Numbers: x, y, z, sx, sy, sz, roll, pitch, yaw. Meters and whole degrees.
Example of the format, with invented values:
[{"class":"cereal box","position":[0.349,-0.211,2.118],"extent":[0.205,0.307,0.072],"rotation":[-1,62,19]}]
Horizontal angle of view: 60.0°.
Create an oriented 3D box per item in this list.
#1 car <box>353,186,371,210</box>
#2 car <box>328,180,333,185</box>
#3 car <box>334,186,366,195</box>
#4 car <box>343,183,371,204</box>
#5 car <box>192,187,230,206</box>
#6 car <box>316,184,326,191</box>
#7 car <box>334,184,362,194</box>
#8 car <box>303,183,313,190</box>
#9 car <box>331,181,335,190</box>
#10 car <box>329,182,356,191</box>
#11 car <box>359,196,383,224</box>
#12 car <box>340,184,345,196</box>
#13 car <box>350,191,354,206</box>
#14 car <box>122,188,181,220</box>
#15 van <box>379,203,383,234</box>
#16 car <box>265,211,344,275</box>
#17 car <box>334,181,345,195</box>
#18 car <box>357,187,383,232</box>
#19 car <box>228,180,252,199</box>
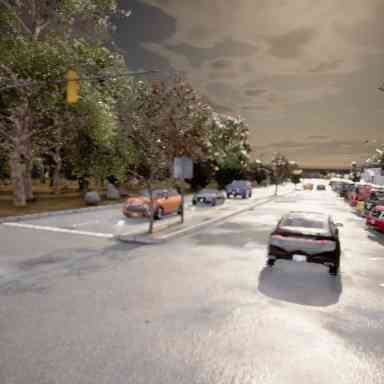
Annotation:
[{"class":"car","position":[11.952,0.984,17.422],"extent":[5.566,2.045,2.435],"rotation":[3,3,2]},{"class":"car","position":[35.010,-1.013,76.057],"extent":[5.566,2.045,2.435],"rotation":[3,3,1]},{"class":"car","position":[29.479,-0.302,62.105],"extent":[5.008,1.535,2.097],"rotation":[3,2,1]},{"class":"car","position":[15.268,0.665,25.798],"extent":[5.566,2.045,2.435],"rotation":[3,3,1]},{"class":"car","position":[1.496,0.408,28.843],"extent":[1.994,1.385,4.181],"rotation":[3,3,21]},{"class":"car","position":[31.128,-1.220,80.120],"extent":[2.097,1.767,4.553],"rotation":[3,3,21]},{"class":"car","position":[31.716,-0.598,67.678],"extent":[4.553,1.767,2.185],"rotation":[3,3,1]},{"class":"car","position":[28.325,-1.239,81.196],"extent":[1.882,1.535,5.008],"rotation":[3,3,21]},{"class":"car","position":[26.180,-0.303,53.706],"extent":[5.566,2.045,2.435],"rotation":[3,3,1]},{"class":"car","position":[38.246,-1.346,84.428],"extent":[5.566,2.045,2.435],"rotation":[2,4,1]},{"class":"car","position":[13.017,1.167,20.232],"extent":[4.674,1.452,2.002],"rotation":[3,3,2]},{"class":"car","position":[19.592,0.373,36.972],"extent":[4.553,1.767,2.185],"rotation":[3,3,1]},{"class":"car","position":[14.314,1.026,23.015],"extent":[5.366,1.575,1.946],"rotation":[3,3,1]},{"class":"car","position":[-2.152,0.544,19.672],"extent":[2.097,1.767,4.553],"rotation":[3,3,22]},{"class":"van","position":[9.560,1.216,11.842],"extent":[4.442,1.987,1.878],"rotation":[3,3,2]},{"class":"car","position":[3.549,1.333,10.321],"extent":[2.128,1.511,4.902],"rotation":[3,3,22]},{"class":"car","position":[21.851,0.056,42.552],"extent":[5.566,2.045,2.435],"rotation":[3,3,1]},{"class":"car","position":[10.777,1.088,14.624],"extent":[5.566,2.045,2.435],"rotation":[3,3,2]},{"class":"car","position":[5.627,-0.326,39.276],"extent":[2.150,2.045,5.566],"rotation":[3,3,21]}]
